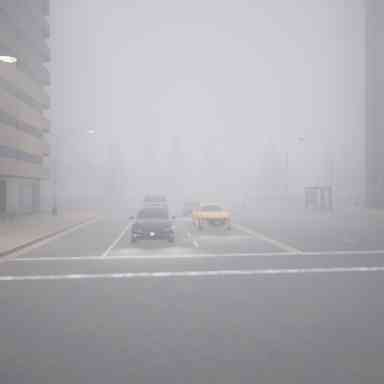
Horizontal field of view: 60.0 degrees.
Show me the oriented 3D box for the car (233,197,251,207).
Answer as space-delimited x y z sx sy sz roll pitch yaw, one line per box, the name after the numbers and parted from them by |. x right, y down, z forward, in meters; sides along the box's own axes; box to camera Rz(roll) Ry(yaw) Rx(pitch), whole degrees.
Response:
7.361 1.462 49.504 1.812 1.442 4.674 0 0 25 | car

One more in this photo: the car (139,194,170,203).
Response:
-3.008 1.203 27.102 2.150 2.045 5.566 0 0 -6 | car

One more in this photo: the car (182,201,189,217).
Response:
0.068 1.520 31.470 2.033 1.411 5.357 0 0 -6 | car

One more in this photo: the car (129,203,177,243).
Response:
-1.879 1.493 16.073 1.837 1.490 4.892 0 0 -6 | car

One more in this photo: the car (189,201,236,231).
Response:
1.137 1.458 20.967 1.882 1.535 5.008 0 0 -6 | car
